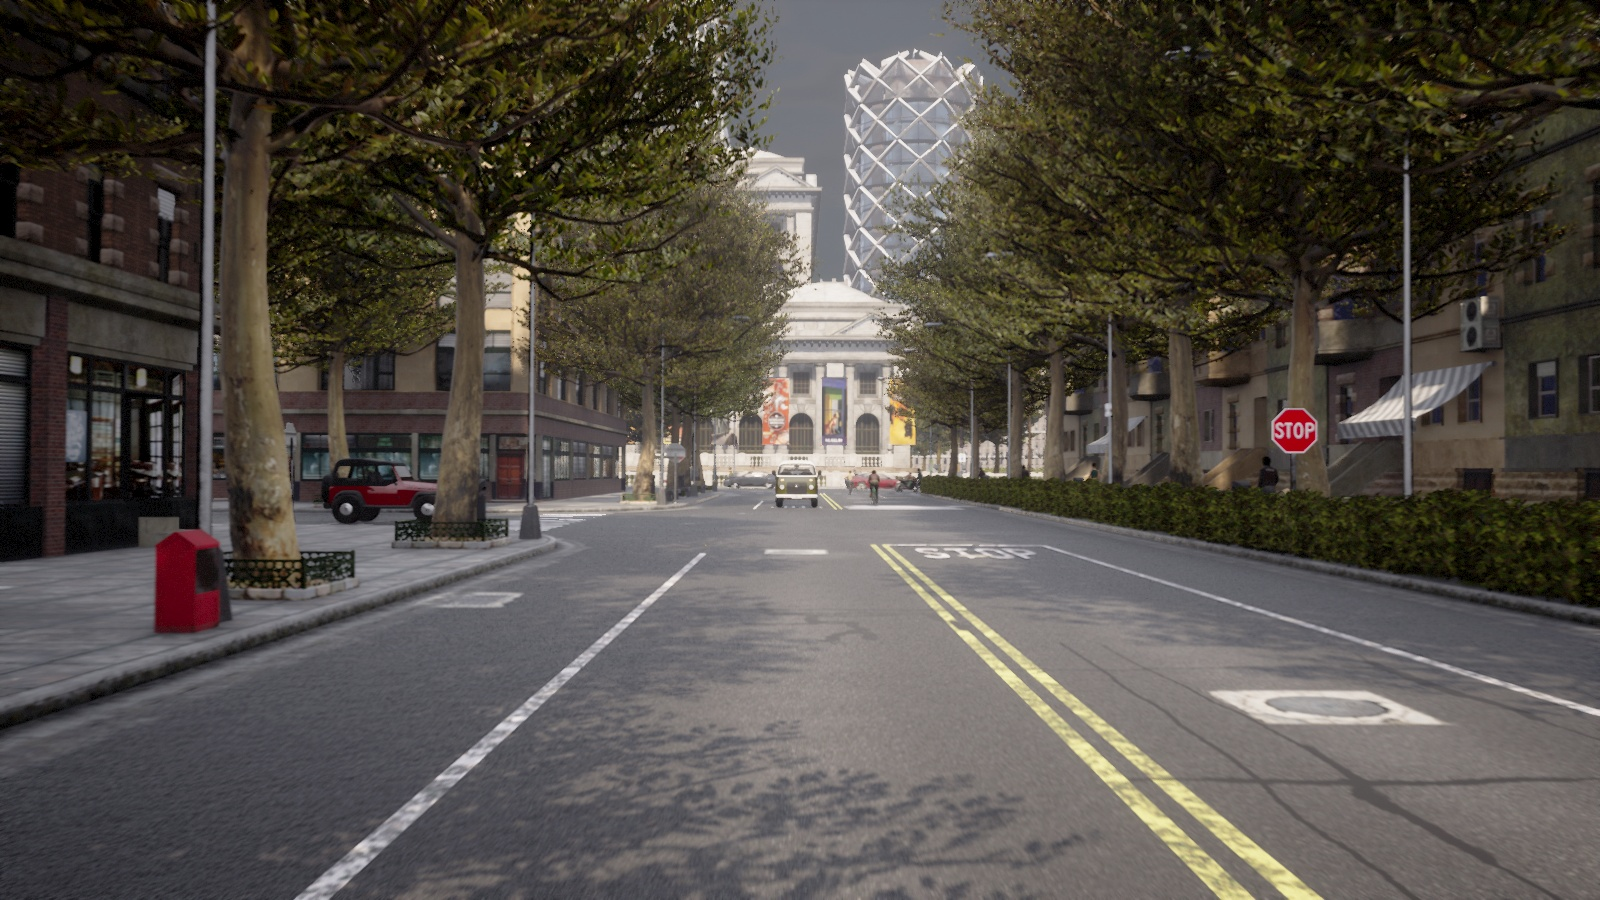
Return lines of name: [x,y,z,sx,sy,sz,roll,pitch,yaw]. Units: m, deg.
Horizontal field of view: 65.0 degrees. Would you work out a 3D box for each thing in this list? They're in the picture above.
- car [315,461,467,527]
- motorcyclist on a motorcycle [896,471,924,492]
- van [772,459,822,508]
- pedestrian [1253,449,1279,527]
car: [-11.937,1.275,36.852,3.866,1.878,1.905,0,-1,-1]
motorcyclist on a motorcycle: [8.250,2.340,94.165,2.044,1.523,0.797,0,1,-31]
van: [-0.125,1.457,54.676,2.069,2.038,4.480,0,-1,0]
pedestrian: [11.764,0.955,31.715,0.402,1.930,0.666,0,-1,0]
